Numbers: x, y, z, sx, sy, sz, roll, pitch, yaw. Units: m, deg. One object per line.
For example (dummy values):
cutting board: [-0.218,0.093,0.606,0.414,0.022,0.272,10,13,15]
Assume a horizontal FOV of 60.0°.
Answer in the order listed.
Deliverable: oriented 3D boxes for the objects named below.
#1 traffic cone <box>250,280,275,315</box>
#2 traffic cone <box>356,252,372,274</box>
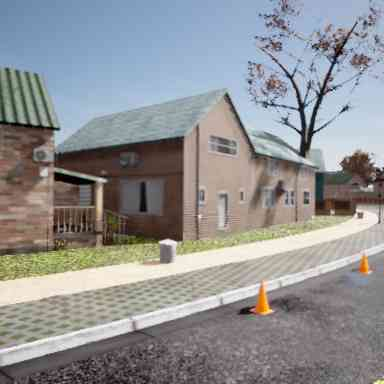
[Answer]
traffic cone: [1.361,2.001,6.408,0.340,0.580,0.340,0,0,-40]
traffic cone: [4.981,2.023,9.619,0.340,0.580,0.340,0,0,-43]
